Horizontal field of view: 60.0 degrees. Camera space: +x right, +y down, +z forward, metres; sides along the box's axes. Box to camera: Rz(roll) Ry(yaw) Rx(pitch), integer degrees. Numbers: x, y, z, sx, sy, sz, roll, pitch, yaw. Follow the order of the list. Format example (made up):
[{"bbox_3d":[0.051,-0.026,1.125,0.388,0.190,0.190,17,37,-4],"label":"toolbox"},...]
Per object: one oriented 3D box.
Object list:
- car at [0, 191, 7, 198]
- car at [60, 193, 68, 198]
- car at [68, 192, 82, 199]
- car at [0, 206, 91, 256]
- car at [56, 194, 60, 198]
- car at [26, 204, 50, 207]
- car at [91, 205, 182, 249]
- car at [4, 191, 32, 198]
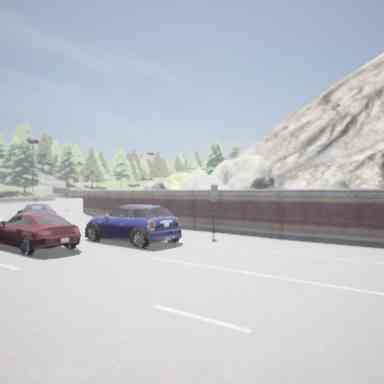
[{"bbox_3d":[-39.505,1.157,73.107,1.812,1.442,4.674,0,1,25],"label":"car"},{"bbox_3d":[-31.152,0.741,86.599,2.097,1.767,4.553,0,1,36],"label":"car"},{"bbox_3d":[-28.333,0.917,84.524,1.812,1.442,4.674,0,1,36],"label":"car"},{"bbox_3d":[-6.177,1.503,13.001,4.674,1.442,1.812,0,0,40],"label":"car"},{"bbox_3d":[-34.000,0.933,88.635,1.994,1.385,4.181,0,1,36],"label":"car"},{"bbox_3d":[-10.624,1.508,22.828,2.033,1.411,5.357,0,0,-35],"label":"car"},{"bbox_3d":[-2.681,1.333,14.646,4.553,1.767,2.097,0,0,38],"label":"car"},{"bbox_3d":[-36.601,1.125,71.009,1.882,1.535,5.008,0,1,23],"label":"car"}]
